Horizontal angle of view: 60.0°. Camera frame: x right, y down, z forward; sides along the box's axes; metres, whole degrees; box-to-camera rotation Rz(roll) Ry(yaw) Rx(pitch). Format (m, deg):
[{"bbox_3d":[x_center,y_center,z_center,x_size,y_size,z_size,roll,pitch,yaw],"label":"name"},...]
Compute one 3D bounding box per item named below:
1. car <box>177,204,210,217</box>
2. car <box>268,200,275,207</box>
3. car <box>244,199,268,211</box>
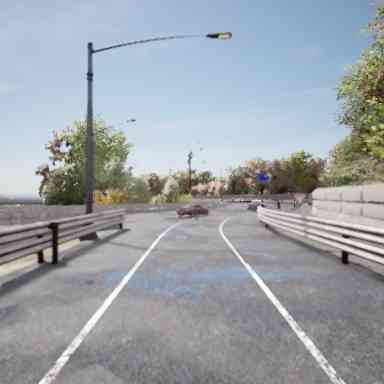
[{"bbox_3d":[0.168,2.066,37.540,1.812,1.442,4.674,-1,-1,36],"label":"car"},{"bbox_3d":[18.964,2.597,80.155,2.097,1.767,4.553,0,-1,11],"label":"car"},{"bbox_3d":[10.780,2.333,55.811,2.128,1.511,4.902,0,-1,25],"label":"car"}]
